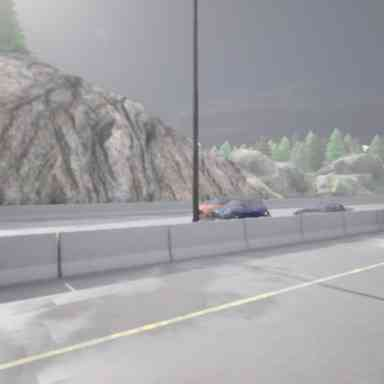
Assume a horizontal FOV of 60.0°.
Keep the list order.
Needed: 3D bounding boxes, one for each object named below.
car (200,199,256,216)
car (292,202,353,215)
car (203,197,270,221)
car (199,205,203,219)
[{"bbox_3d":[3.546,1.461,32.318,5.357,1.411,2.033,0,0,-35],"label":"car"},{"bbox_3d":[9.398,1.457,23.596,5.357,1.411,2.033,0,0,-35],"label":"car"},{"bbox_3d":[3.392,1.285,23.627,4.553,1.767,2.097,0,0,-35],"label":"car"},{"bbox_3d":[2.339,1.282,27.174,4.553,1.767,2.097,0,0,-35],"label":"car"}]
